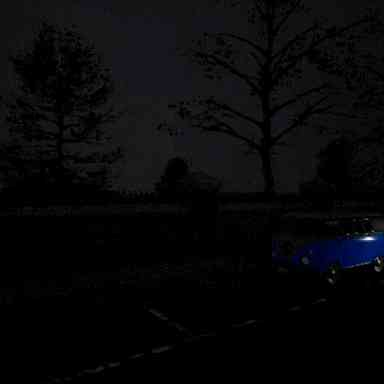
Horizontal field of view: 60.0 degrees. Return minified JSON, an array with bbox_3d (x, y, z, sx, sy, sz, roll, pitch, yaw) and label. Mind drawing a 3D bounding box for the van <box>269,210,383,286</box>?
[{"bbox_3d":[3.946,1.420,9.372,3.998,1.788,1.690,1,0,-35],"label":"van"}]
